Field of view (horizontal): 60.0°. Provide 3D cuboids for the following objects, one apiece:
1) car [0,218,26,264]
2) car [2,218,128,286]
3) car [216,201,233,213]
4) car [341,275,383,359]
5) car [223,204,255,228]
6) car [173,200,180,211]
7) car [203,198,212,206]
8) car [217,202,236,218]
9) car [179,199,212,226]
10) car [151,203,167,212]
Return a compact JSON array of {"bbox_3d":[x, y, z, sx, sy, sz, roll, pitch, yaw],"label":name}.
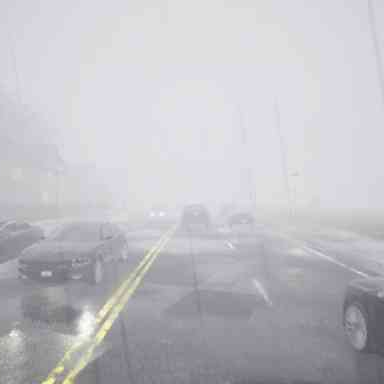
[{"bbox_3d":[-6.508,1.638,10.730,2.128,1.511,4.902,0,-1,1],"label":"car"},{"bbox_3d":[-3.269,1.614,10.045,1.882,1.535,5.008,0,-1,1],"label":"car"},{"bbox_3d":[4.527,2.135,47.097,2.128,1.511,4.902,0,-1,3],"label":"car"},{"bbox_3d":[3.256,1.539,3.347,2.128,1.511,4.902,0,-1,0],"label":"car"},{"bbox_3d":[3.628,1.867,25.229,1.812,1.442,4.674,0,-1,2],"label":"car"},{"bbox_3d":[-1.739,2.080,52.635,2.097,1.767,4.553,0,-1,4],"label":"car"},{"bbox_3d":[3.910,2.516,83.277,2.097,1.767,4.553,0,-1,5],"label":"car"},{"bbox_3d":[4.011,1.843,36.138,2.097,1.767,4.553,0,-1,2],"label":"car"},{"bbox_3d":[0.345,1.712,26.590,2.097,1.767,4.553,0,-1,2],"label":"car"},{"bbox_3d":[-5.084,2.313,51.292,1.895,1.301,4.718,0,-1,3],"label":"car"}]
